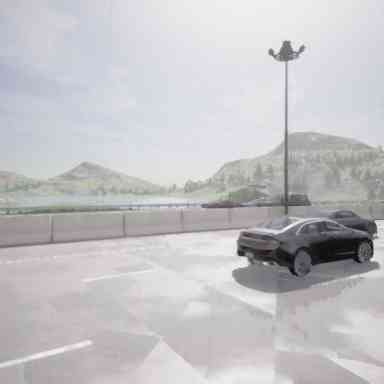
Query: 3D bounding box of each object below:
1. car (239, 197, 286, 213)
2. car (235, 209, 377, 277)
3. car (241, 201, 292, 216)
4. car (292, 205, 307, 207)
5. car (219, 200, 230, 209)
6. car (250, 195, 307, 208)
[{"bbox_3d":[7.895,1.412,36.957,5.008,1.535,1.882,0,0,-26],"label":"car"},{"bbox_3d":[3.579,1.474,10.178,4.902,1.511,2.128,0,0,-32],"label":"car"},{"bbox_3d":[7.361,1.543,32.766,4.718,1.301,1.895,0,0,-28],"label":"car"},{"bbox_3d":[7.162,1.538,16.419,4.181,1.385,1.994,0,0,-30],"label":"car"},{"bbox_3d":[3.426,1.527,38.602,4.718,1.301,1.895,0,0,-28],"label":"car"},{"bbox_3d":[7.933,1.173,29.108,5.566,2.045,2.150,0,0,-28],"label":"car"}]
